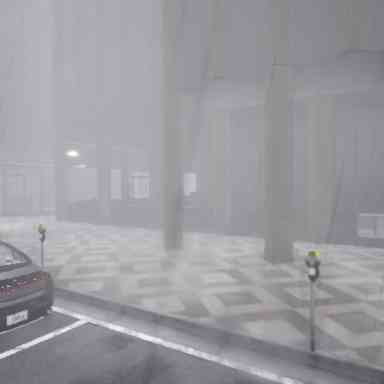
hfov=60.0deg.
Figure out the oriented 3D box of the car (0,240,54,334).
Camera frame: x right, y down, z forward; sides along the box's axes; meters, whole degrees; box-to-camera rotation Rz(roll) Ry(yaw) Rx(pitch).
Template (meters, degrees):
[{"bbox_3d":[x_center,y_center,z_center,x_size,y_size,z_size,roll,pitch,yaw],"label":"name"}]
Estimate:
[{"bbox_3d":[-4.198,1.450,5.668,4.403,1.369,2.008,0,1,32],"label":"car"}]
